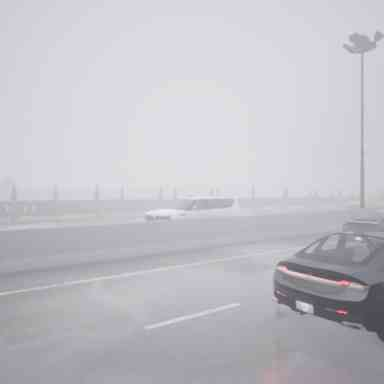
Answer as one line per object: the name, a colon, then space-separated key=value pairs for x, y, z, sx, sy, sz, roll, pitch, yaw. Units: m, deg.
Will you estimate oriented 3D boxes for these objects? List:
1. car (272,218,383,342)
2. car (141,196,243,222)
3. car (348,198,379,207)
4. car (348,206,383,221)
car: x=3.648 y=1.491 z=6.350 sx=4.902 sy=1.511 sz=2.128 roll=0 pitch=0 yaw=-35
car: x=0.158 y=1.221 z=17.000 sx=5.566 sy=2.045 sz=2.150 roll=0 pitch=0 yaw=-35
car: x=20.949 y=1.477 z=40.607 sx=5.008 sy=1.535 sz=1.882 roll=0 pitch=0 yaw=-36
car: x=8.223 y=1.505 z=13.912 sx=4.892 sy=1.490 sz=1.837 roll=0 pitch=0 yaw=-35
